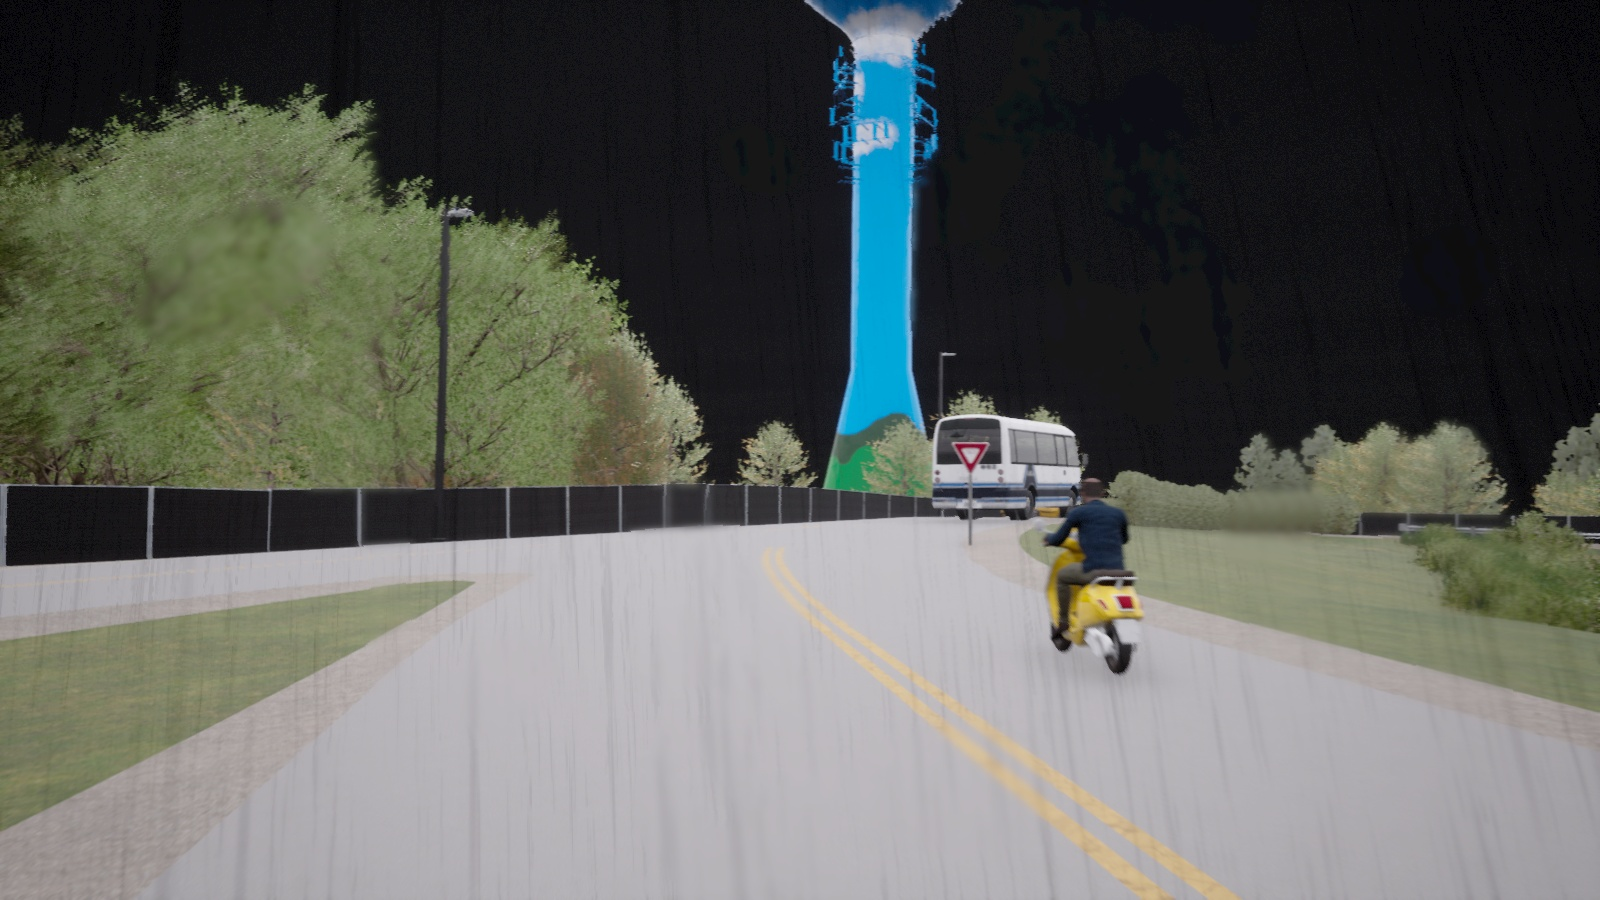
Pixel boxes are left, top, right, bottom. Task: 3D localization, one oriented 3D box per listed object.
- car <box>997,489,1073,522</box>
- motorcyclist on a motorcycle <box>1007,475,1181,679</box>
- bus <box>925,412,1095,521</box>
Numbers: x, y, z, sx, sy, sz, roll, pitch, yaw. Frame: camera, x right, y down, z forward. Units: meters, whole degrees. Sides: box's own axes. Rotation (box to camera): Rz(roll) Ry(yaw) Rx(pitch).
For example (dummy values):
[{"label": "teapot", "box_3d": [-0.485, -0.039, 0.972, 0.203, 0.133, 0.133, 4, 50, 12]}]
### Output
[{"label": "car", "box_3d": [12.586, 3.018, 67.133, 1.801, 1.575, 5.366, -3, -6, 37]}, {"label": "motorcyclist on a motorcycle", "box_3d": [2.473, 1.018, 10.804, 0.866, 1.590, 1.817, 0, -1, -8]}, {"label": "bus", "box_3d": [9.352, 0.798, 54.497, 3.944, 4.253, 10.273, -2, -2, 30]}]
